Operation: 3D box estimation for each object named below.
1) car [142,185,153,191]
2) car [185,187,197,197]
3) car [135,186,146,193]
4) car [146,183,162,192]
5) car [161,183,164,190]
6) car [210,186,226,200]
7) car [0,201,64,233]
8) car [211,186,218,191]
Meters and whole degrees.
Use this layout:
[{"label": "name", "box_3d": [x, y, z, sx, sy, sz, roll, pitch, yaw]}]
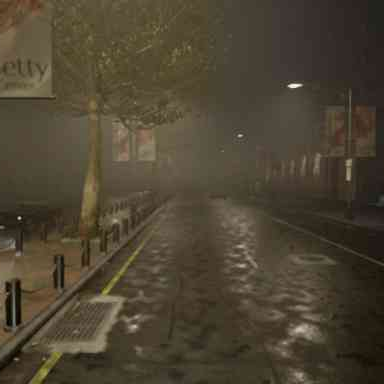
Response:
[{"label": "car", "box_3d": [-11.893, -0.976, 89.223, 2.128, 1.511, 4.902, 0, 2, 0]}, {"label": "car", "box_3d": [-0.128, 0.021, 51.859, 1.882, 1.535, 5.008, 0, 2, 0]}, {"label": "car", "box_3d": [-11.822, -0.500, 73.397, 1.994, 1.385, 4.181, 0, 2, 0]}, {"label": "car", "box_3d": [-8.323, -0.555, 73.411, 1.837, 1.490, 4.892, 0, 2, 0]}, {"label": "car", "box_3d": [-8.393, -1.277, 89.200, 2.150, 2.045, 5.566, 0, 2, 0]}, {"label": "car", "box_3d": [3.412, 0.306, 44.119, 2.033, 1.411, 5.357, 0, 2, 0]}, {"label": "car", "box_3d": [-8.135, 1.141, 16.443, 1.895, 1.301, 4.718, 0, 2, 0]}, {"label": "car", "box_3d": [6.335, -1.046, 94.053, 1.895, 1.301, 4.718, 0, 2, 0]}]
